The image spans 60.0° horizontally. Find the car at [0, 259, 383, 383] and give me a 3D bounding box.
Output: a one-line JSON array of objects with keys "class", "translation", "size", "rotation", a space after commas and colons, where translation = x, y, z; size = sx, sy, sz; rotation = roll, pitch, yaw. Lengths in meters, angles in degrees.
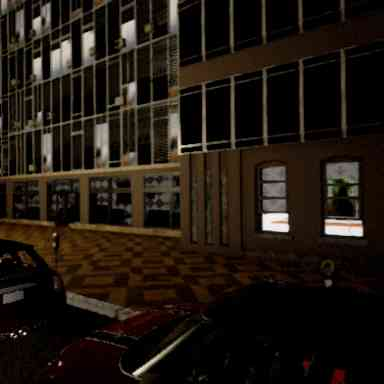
[{"class": "car", "translation": [0.566, 1.450, 2.472], "size": [4.097, 1.590, 1.967], "rotation": [-1, -1, 35]}]

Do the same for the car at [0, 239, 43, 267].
[{"class": "car", "translation": [-4.068, 1.513, 5.777], "size": [4.097, 1.590, 1.967], "rotation": [-1, -1, 35]}]
